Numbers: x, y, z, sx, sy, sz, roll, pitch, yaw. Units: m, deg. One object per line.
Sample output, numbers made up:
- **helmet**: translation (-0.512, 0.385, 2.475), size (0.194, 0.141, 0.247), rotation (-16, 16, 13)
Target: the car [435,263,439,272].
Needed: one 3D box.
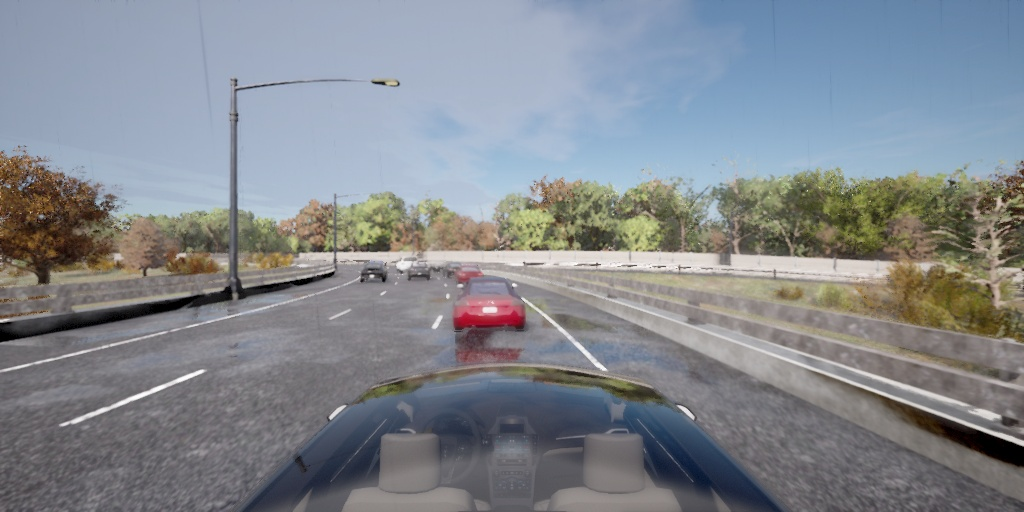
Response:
- **car**: translation (-9.236, 1.459, 44.521), size (1.895, 1.301, 4.718), rotation (0, 0, -23)

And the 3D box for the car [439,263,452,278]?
- **car**: translation (-5.598, 1.358, 34.705), size (1.812, 1.442, 4.674), rotation (0, 0, -18)

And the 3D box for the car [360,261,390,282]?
- **car**: translation (-11.319, 1.327, 29.665), size (1.837, 1.490, 4.892), rotation (0, -1, -16)

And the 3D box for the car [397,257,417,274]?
- **car**: translation (-12.768, 1.082, 43.906), size (2.150, 2.045, 5.566), rotation (0, 0, -23)

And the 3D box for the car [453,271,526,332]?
- **car**: translation (-0.743, 1.337, 11.059), size (1.994, 1.385, 4.181), rotation (0, 0, -5)

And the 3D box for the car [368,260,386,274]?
- **car**: translation (-16.607, 1.339, 43.909), size (1.882, 1.535, 5.008), rotation (0, 0, -23)

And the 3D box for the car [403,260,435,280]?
- **car**: translation (-8.355, 1.316, 31.971), size (2.128, 1.511, 4.902), rotation (0, -1, -17)

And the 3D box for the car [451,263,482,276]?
- **car**: translation (-3.009, 1.333, 24.932), size (1.812, 1.442, 4.674), rotation (0, 0, -12)
